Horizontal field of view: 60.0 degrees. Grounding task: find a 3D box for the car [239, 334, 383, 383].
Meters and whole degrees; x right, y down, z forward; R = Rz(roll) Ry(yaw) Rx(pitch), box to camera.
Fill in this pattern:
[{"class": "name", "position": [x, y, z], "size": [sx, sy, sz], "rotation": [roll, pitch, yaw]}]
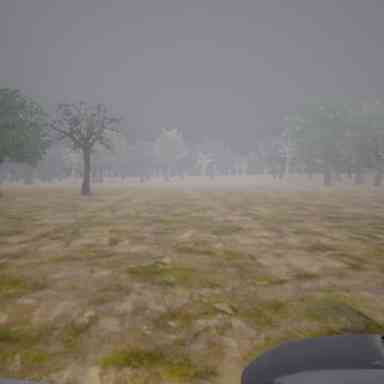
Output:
[{"class": "car", "position": [2.673, 1.510, 2.013], "size": [4.892, 1.490, 1.837], "rotation": [0, 0, 10]}]
